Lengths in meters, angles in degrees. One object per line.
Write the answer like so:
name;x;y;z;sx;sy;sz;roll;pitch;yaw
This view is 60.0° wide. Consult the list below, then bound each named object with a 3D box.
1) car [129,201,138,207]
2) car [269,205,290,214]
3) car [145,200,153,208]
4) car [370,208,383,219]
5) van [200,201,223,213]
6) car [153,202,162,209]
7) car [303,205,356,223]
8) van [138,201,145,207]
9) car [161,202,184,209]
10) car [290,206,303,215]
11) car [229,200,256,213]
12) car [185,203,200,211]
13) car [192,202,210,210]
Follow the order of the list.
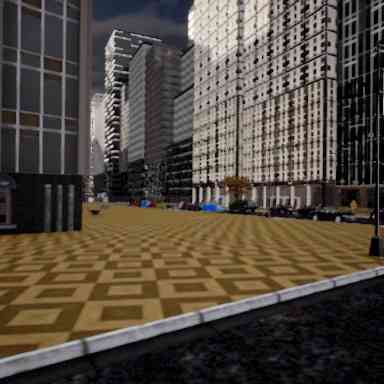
car;-15.885;3.402;91.473;1.887;1.381;4.507;0;-1;-25
car;13.219;2.518;49.220;1.947;1.339;4.313;0;-1;-25
car;-8.712;3.056;76.202;1.887;1.381;4.507;0;-1;-25
car;20.392;2.179;33.948;2.008;1.369;4.403;0;-1;-25
van;3.241;2.289;50.754;1.690;1.788;3.998;0;-1;-25
car;-6.250;2.918;70.959;1.752;1.417;4.829;0;-1;-25
car;12.808;2.064;30.387;2.008;1.369;4.403;0;-1;-25
van;-11.105;2.967;81.295;1.690;1.788;3.998;0;-1;-25
car;-3.930;2.833;66.021;2.008;1.369;4.403;0;-1;-25
car;15.610;2.409;44.129;1.947;1.339;4.313;0;-1;-25
car;8.123;2.255;53.782;2.150;2.045;5.566;1;-1;-25
car;1.268;2.737;61.303;2.033;1.411;5.357;1;-2;-25
car;1.810;2.859;67.210;1.812;1.442;4.674;1;-2;-25
